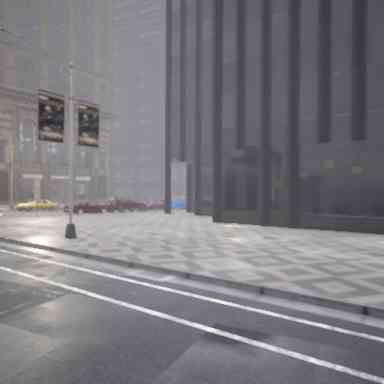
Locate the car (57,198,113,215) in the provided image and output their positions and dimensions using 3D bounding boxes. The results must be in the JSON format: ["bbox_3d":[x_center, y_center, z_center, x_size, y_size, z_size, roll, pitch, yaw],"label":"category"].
[{"bbox_3d":[-10.284,1.517,32.360,1.887,1.381,4.507,0,-1,36],"label":"car"}]

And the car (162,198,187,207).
[{"bbox_3d":[-2.991,1.777,57.198,1.887,1.381,4.507,0,-1,36],"label":"car"}]

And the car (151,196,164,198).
[{"bbox_3d":[-5.834,1.481,53.228,2.192,1.841,5.009,0,-1,36],"label":"car"}]

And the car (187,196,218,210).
[{"bbox_3d":[1.580,1.563,48.895,2.192,1.841,5.009,0,-1,36],"label":"car"}]

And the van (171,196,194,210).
[{"bbox_3d":[-1.386,1.521,44.762,1.690,1.788,3.998,0,-1,36],"label":"van"}]

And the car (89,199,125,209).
[{"bbox_3d":[-11.523,1.585,45.279,2.008,1.369,4.403,0,-1,36],"label":"car"}]

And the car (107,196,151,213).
[{"bbox_3d":[-7.317,1.357,36.496,2.192,1.841,5.009,0,-1,36],"label":"car"}]

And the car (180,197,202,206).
[{"bbox_3d":[-0.147,1.737,61.171,1.967,1.590,4.097,0,-1,36],"label":"car"}]

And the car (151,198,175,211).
[{"bbox_3d":[-4.352,1.693,40.626,1.802,1.307,4.206,0,-1,36],"label":"car"}]

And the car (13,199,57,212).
[{"bbox_3d":[-17.309,1.425,37.196,1.752,1.417,4.829,0,-1,36],"label":"car"}]
